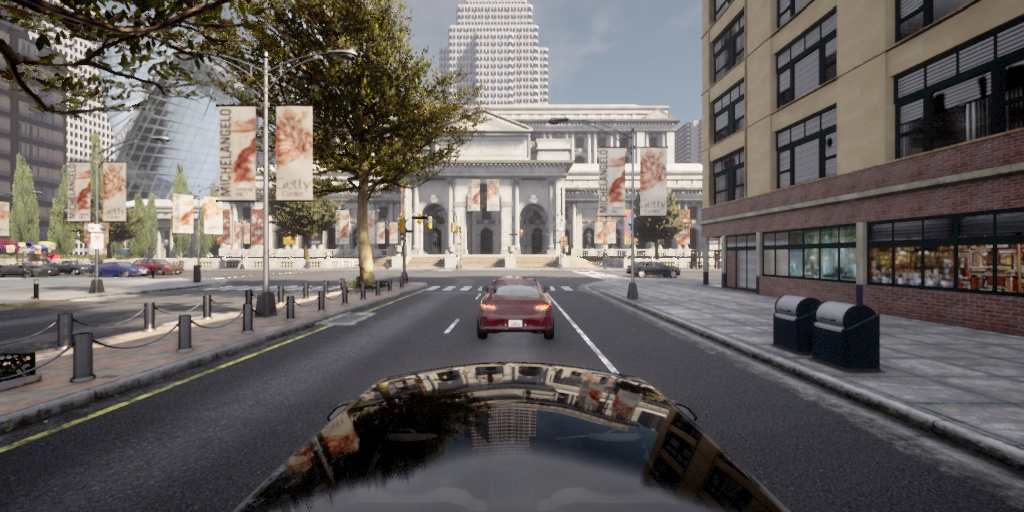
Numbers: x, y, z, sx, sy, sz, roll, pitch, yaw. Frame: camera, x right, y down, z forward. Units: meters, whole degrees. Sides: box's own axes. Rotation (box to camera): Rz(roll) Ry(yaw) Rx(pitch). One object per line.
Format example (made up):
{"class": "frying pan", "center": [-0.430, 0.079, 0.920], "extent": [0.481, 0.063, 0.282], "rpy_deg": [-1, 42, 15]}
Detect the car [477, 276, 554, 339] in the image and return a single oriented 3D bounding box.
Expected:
{"class": "car", "center": [0.111, 1.273, 9.959], "extent": [1.812, 1.442, 4.674], "rpy_deg": [0, 0, 1]}

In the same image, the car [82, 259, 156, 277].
{"class": "car", "center": [-37.344, 1.265, 34.152], "extent": [4.674, 1.442, 1.812], "rpy_deg": [0, 0, 0]}

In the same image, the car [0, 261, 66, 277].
{"class": "car", "center": [-46.104, 1.303, 34.176], "extent": [4.181, 1.385, 1.994], "rpy_deg": [0, 0, -1]}

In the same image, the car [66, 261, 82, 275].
{"class": "car", "center": [-46.267, 1.229, 37.684], "extent": [4.902, 1.511, 2.128], "rpy_deg": [0, 0, 0]}

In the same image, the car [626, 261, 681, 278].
{"class": "car", "center": [13.251, 1.244, 33.615], "extent": [4.892, 1.490, 1.837], "rpy_deg": [0, 0, 1]}

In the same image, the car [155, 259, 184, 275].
{"class": "car", "center": [-37.312, 1.090, 37.647], "extent": [4.553, 1.767, 2.097], "rpy_deg": [0, 0, 0]}
